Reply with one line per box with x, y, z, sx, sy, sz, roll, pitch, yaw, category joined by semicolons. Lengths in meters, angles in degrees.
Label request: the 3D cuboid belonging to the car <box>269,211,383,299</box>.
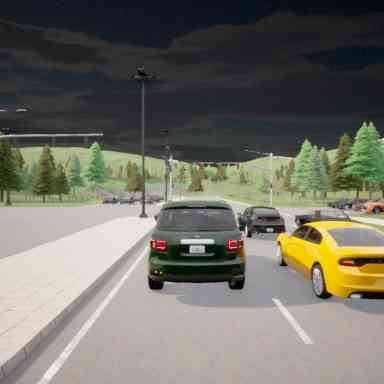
3.586;1.478;8.488;1.882;1.535;5.008;0;0;0;car

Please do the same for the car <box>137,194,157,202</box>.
-8.164;1.491;60.555;2.128;1.511;4.902;0;0;0;car

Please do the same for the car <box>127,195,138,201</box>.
-15.141;1.478;84.547;1.882;1.535;5.008;0;0;0;car

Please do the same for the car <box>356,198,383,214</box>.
20.037;1.352;34.424;4.553;1.767;2.097;0;0;0;car

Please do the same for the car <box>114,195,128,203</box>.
-15.118;1.500;71.204;1.837;1.490;4.892;0;0;0;car

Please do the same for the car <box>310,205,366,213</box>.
7.074;1.601;17.887;1.895;1.301;4.718;0;0;0;car

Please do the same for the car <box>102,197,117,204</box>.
-15.154;1.564;61.629;1.994;1.385;4.181;0;0;0;car

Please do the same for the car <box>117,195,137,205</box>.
-11.709;1.526;60.205;1.812;1.442;4.674;0;0;1;car

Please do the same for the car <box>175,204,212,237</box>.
0.072;1.505;19.089;1.837;1.490;4.892;0;0;0;car

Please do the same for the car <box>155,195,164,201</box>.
-8.139;1.552;83.553;1.994;1.385;4.181;0;0;0;car

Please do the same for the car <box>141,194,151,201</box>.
-11.641;1.355;84.527;2.097;1.767;4.553;0;0;0;car

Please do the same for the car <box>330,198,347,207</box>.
20.351;1.505;41.428;4.892;1.490;1.837;0;0;1;car

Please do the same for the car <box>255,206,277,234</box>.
3.574;1.505;17.712;1.837;1.490;4.892;0;0;0;car

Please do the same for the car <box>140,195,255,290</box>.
0.088;1.221;9.232;2.150;2.045;5.566;0;0;0;car

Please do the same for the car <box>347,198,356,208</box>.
20.727;1.526;37.925;4.674;1.442;1.812;0;0;1;car

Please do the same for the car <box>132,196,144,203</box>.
-11.618;1.524;71.237;1.812;1.442;4.674;0;0;0;car

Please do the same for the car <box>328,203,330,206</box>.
21.221;1.547;44.918;5.357;1.411;2.033;0;0;1;car
